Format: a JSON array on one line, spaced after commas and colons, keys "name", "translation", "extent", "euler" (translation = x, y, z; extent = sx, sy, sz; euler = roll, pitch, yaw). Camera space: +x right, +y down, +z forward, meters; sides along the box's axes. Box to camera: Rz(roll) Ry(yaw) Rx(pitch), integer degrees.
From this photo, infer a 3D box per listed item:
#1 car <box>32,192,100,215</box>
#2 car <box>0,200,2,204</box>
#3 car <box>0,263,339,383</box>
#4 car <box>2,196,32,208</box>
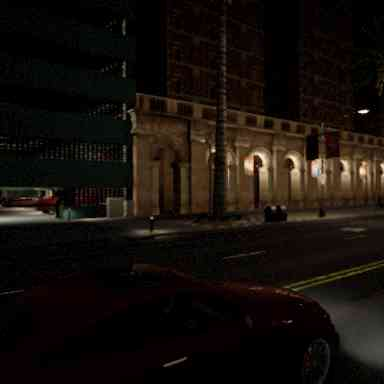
[{"name": "car", "translation": [-11.257, 0.985, 30.634], "extent": [5.566, 2.045, 2.435], "euler": [0, 0, -36]}, {"name": "car", "translation": [-29.057, 1.377, 54.909], "extent": [4.786, 1.482, 2.161], "euler": [0, 0, -36]}, {"name": "car", "translation": [-0.410, 1.517, 3.487], "extent": [4.674, 1.442, 1.812], "euler": [0, 0, -35]}, {"name": "car", "translation": [-22.665, 1.428, 45.219], "extent": [4.718, 1.301, 1.895], "euler": [0, 0, -36]}]
